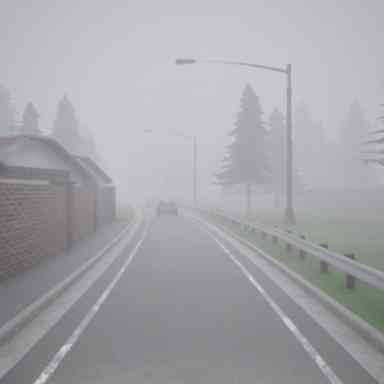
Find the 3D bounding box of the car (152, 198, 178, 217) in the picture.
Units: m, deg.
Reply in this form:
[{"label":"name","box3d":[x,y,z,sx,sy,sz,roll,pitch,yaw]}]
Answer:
[{"label":"car","box3d":[-2.436,1.497,31.653,2.128,1.511,4.902,0,0,-9]}]

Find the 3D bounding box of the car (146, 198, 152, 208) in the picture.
[{"label":"car","box3d":[-5.388,1.576,47.265,1.994,1.385,4.181,0,0,-12]}]
